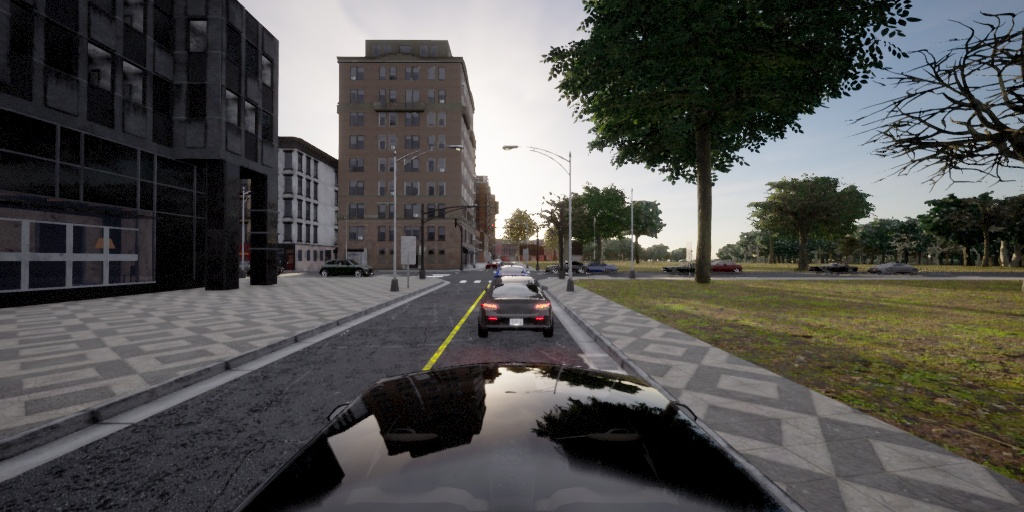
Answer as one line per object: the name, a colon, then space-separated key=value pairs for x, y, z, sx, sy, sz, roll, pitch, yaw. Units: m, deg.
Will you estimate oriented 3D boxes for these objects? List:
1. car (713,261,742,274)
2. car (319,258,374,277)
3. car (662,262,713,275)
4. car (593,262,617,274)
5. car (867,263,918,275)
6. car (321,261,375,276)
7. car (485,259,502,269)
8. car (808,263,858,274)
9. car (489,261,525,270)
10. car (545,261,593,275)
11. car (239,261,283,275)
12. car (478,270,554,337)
car: x=25.104 y=1.343 z=43.437 sx=5.008 sy=1.535 sz=1.882 roll=0 pitch=-1 yaw=0
car: x=-15.245 y=1.074 z=33.293 sx=4.553 sy=1.767 sz=2.097 roll=0 pitch=-1 yaw=0
car: x=19.368 y=1.424 z=40.160 sx=4.718 sy=1.301 sz=1.895 roll=0 pitch=-1 yaw=0
car: x=9.910 y=1.398 z=43.395 sx=5.357 sy=1.411 sz=2.033 roll=0 pitch=-1 yaw=0
car: x=42.613 y=1.424 z=40.224 sx=4.181 sy=1.385 sz=1.994 roll=0 pitch=-1 yaw=0
car: x=-16.626 y=1.284 z=36.540 sx=4.674 sy=1.442 sz=1.812 roll=0 pitch=-1 yaw=-2
car: x=-3.082 y=1.429 z=56.216 sx=1.895 sy=1.301 sz=4.718 roll=0 pitch=0 yaw=1
car: x=38.839 y=1.488 z=43.479 sx=4.718 sy=1.301 sz=1.895 roll=0 pitch=-1 yaw=0
car: x=-0.014 y=1.241 z=19.532 sx=1.882 sy=1.535 sz=5.008 roll=0 pitch=0 yaw=0
car: x=6.142 y=1.312 z=40.093 sx=4.892 sy=1.490 sz=1.837 roll=0 pitch=-1 yaw=0
car: x=-24.646 y=1.217 z=33.245 sx=4.902 sy=1.511 sz=2.128 roll=0 pitch=-1 yaw=0
car: x=0.076 y=1.280 z=10.143 sx=1.812 sy=1.442 sz=4.674 roll=0 pitch=0 yaw=-1
